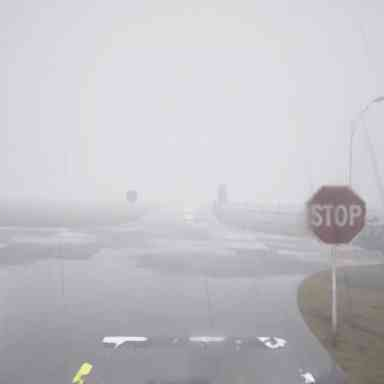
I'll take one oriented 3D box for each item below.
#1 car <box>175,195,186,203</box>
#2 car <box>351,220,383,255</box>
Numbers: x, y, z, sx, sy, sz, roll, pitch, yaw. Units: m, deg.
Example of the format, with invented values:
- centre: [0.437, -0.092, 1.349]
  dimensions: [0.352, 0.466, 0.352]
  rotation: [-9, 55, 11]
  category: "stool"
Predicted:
- centre: [-2.315, 1.327, 65.812]
  dimensions: [2.097, 1.767, 4.553]
  rotation: [0, 0, 0]
  category: "car"
- centre: [9.214, 1.932, 13.872]
  dimensions: [4.892, 1.490, 1.837]
  rotation: [2, -1, 0]
  category: "car"
